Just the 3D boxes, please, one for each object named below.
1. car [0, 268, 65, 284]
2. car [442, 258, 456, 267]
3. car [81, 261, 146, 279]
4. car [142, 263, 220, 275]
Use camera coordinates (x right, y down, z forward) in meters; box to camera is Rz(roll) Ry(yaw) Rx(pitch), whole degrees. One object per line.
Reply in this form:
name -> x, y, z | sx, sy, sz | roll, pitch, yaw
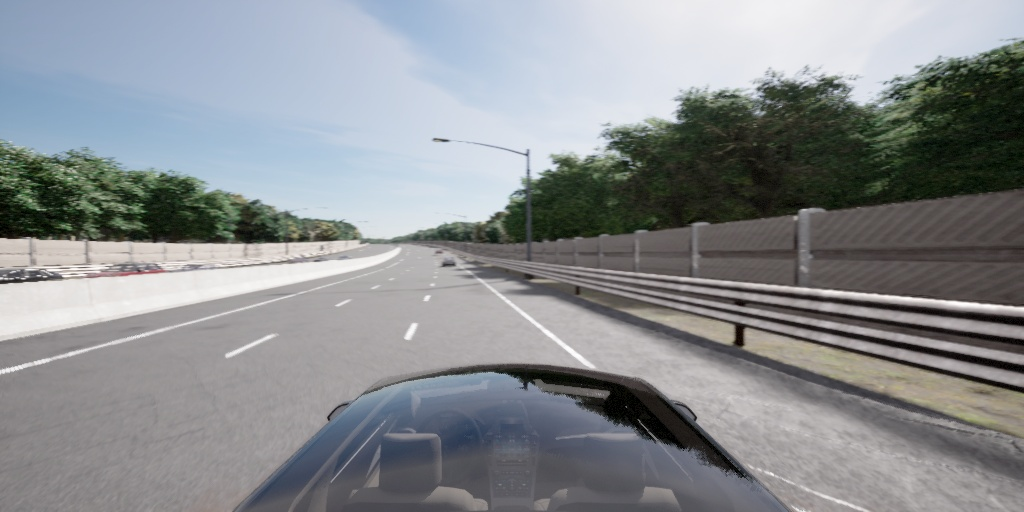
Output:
car -> -27.712, 1.465, 19.632 | 1.837, 1.490, 4.892 | -1, 1, -10
car -> -9.601, 0.925, 54.606 | 1.994, 1.385, 4.181 | -1, 1, -12
car -> -24.803, 1.245, 23.128 | 2.097, 1.767, 4.553 | -1, 1, -10
car -> -21.419, 1.342, 24.084 | 2.128, 1.511, 4.902 | -1, 0, -10
